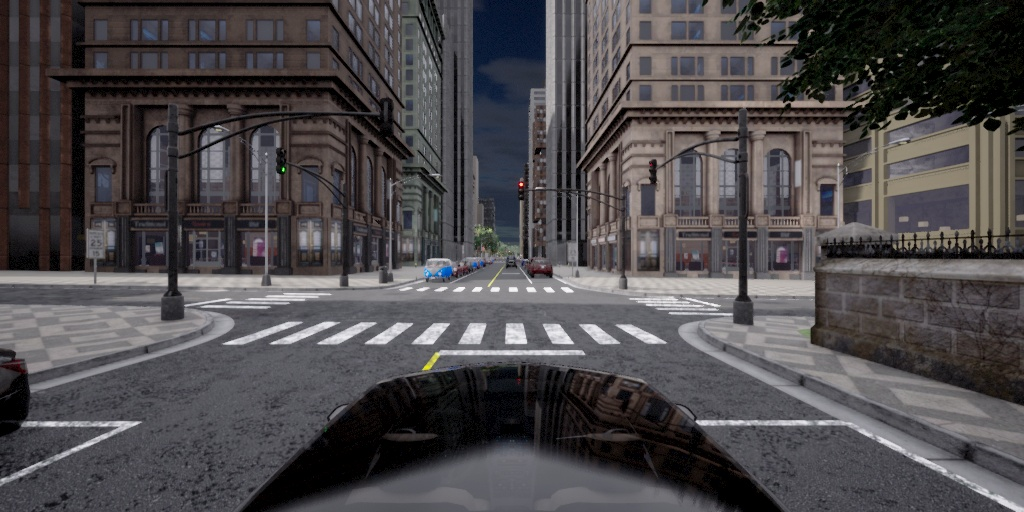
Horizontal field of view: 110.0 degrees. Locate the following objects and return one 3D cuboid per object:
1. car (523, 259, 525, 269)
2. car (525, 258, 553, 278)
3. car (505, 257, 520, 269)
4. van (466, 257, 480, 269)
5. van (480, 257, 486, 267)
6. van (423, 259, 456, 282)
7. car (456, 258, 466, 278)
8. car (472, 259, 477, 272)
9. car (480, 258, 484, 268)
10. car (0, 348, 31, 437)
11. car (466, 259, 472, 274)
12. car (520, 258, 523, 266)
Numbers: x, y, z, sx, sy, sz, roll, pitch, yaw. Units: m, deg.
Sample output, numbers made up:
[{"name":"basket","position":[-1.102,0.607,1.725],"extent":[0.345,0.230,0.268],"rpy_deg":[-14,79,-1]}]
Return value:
[{"name":"car","position":[2.688,1.089,39.391],"extent":[2.192,1.841,5.009],"rpy_deg":[0,0,0]},{"name":"car","position":[2.698,1.082,33.950],"extent":[2.192,1.841,5.009],"rpy_deg":[0,0,0]},{"name":"car","position":[-0.063,1.307,59.140],"extent":[1.837,1.490,4.892],"rpy_deg":[0,0,1]},{"name":"van","position":[-5.860,1.130,50.248],"extent":[1.690,1.789,3.998],"rpy_deg":[0,0,0]},{"name":"van","position":[-5.881,1.146,61.130],"extent":[1.690,1.789,3.998],"rpy_deg":[0,0,0]},{"name":"van","position":[-5.816,1.103,28.484],"extent":[1.690,1.789,3.998],"rpy_deg":[0,0,0]},{"name":"car","position":[-5.827,1.207,33.924],"extent":[1.967,1.591,4.097],"rpy_deg":[0,0,0]},{"name":"car","position":[-5.849,1.347,44.806],"extent":[1.948,1.339,4.313],"rpy_deg":[0,0,0]},{"name":"car","position":[-5.870,1.342,55.689],"extent":[1.888,1.381,4.507],"rpy_deg":[0,0,0]},{"name":"car","position":[-5.763,1.316,1.827],"extent":[1.948,1.339,4.313],"rpy_deg":[0,0,0]},{"name":"car","position":[-5.838,1.319,39.365],"extent":[1.888,1.381,4.507],"rpy_deg":[0,0,0]},{"name":"car","position":[2.655,1.347,55.713],"extent":[2.007,1.370,4.403],"rpy_deg":[0,0,0]}]
